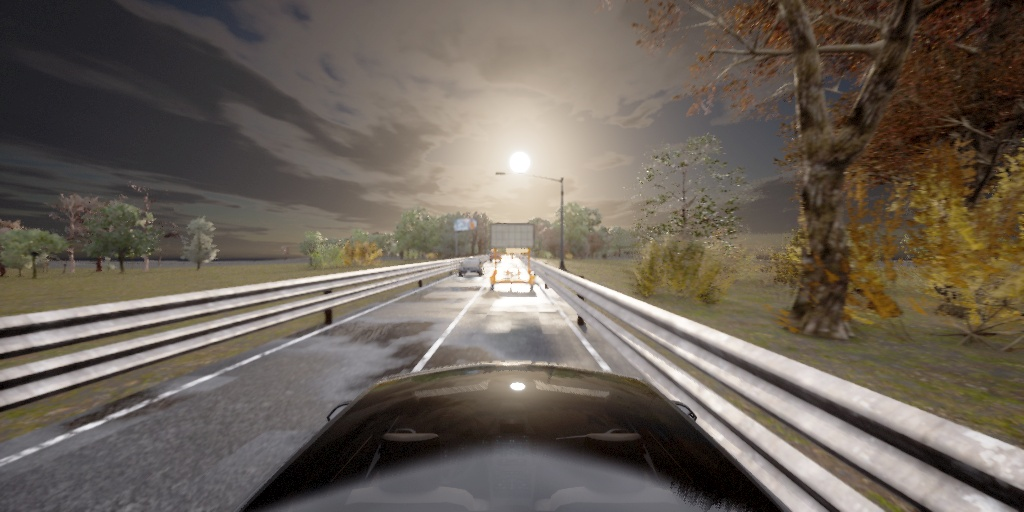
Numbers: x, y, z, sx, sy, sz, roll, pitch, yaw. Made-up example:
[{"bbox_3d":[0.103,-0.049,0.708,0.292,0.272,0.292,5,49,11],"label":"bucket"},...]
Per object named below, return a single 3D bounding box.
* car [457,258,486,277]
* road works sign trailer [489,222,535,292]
[{"bbox_3d":[-3.338,0.917,30.156,1.812,1.442,4.674,0,1,0],"label":"car"},{"bbox_3d":[0.011,-0.006,19.232,2.380,3.560,2.880,0,0,0],"label":"road works sign trailer"}]
